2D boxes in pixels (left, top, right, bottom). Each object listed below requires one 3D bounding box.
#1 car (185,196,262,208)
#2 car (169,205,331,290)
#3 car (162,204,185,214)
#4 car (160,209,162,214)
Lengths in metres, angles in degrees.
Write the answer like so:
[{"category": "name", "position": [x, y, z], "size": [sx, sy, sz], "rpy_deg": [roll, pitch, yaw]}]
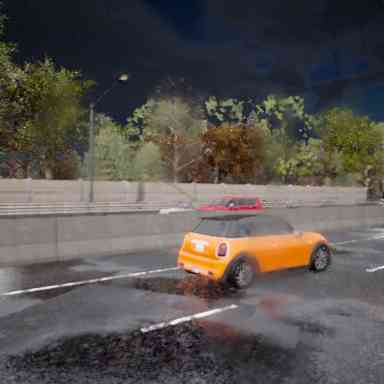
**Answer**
[{"category": "car", "position": [2.614, 1.330, 23.078], "size": [5.566, 2.045, 2.150], "rpy_deg": [1, 0, -36]}, {"category": "car", "position": [1.919, 1.398, 9.427], "size": [4.553, 1.767, 2.097], "rpy_deg": [0, 0, -36]}, {"category": "car", "position": [0.410, 1.711, 25.804], "size": [4.718, 1.301, 1.895], "rpy_deg": [0, 0, -36]}, {"category": "car", "position": [-0.461, 1.724, 29.485], "size": [4.718, 1.301, 1.895], "rpy_deg": [0, 0, -36]}]
